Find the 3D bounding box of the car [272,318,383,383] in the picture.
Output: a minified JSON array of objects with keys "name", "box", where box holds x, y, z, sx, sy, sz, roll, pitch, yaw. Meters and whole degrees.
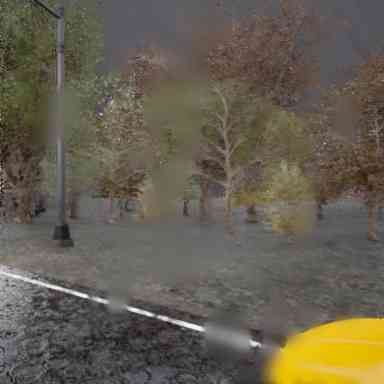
[{"name":"car","box":[2.867,1.454,1.647,5.008,1.535,1.882,-1,0,35]}]
